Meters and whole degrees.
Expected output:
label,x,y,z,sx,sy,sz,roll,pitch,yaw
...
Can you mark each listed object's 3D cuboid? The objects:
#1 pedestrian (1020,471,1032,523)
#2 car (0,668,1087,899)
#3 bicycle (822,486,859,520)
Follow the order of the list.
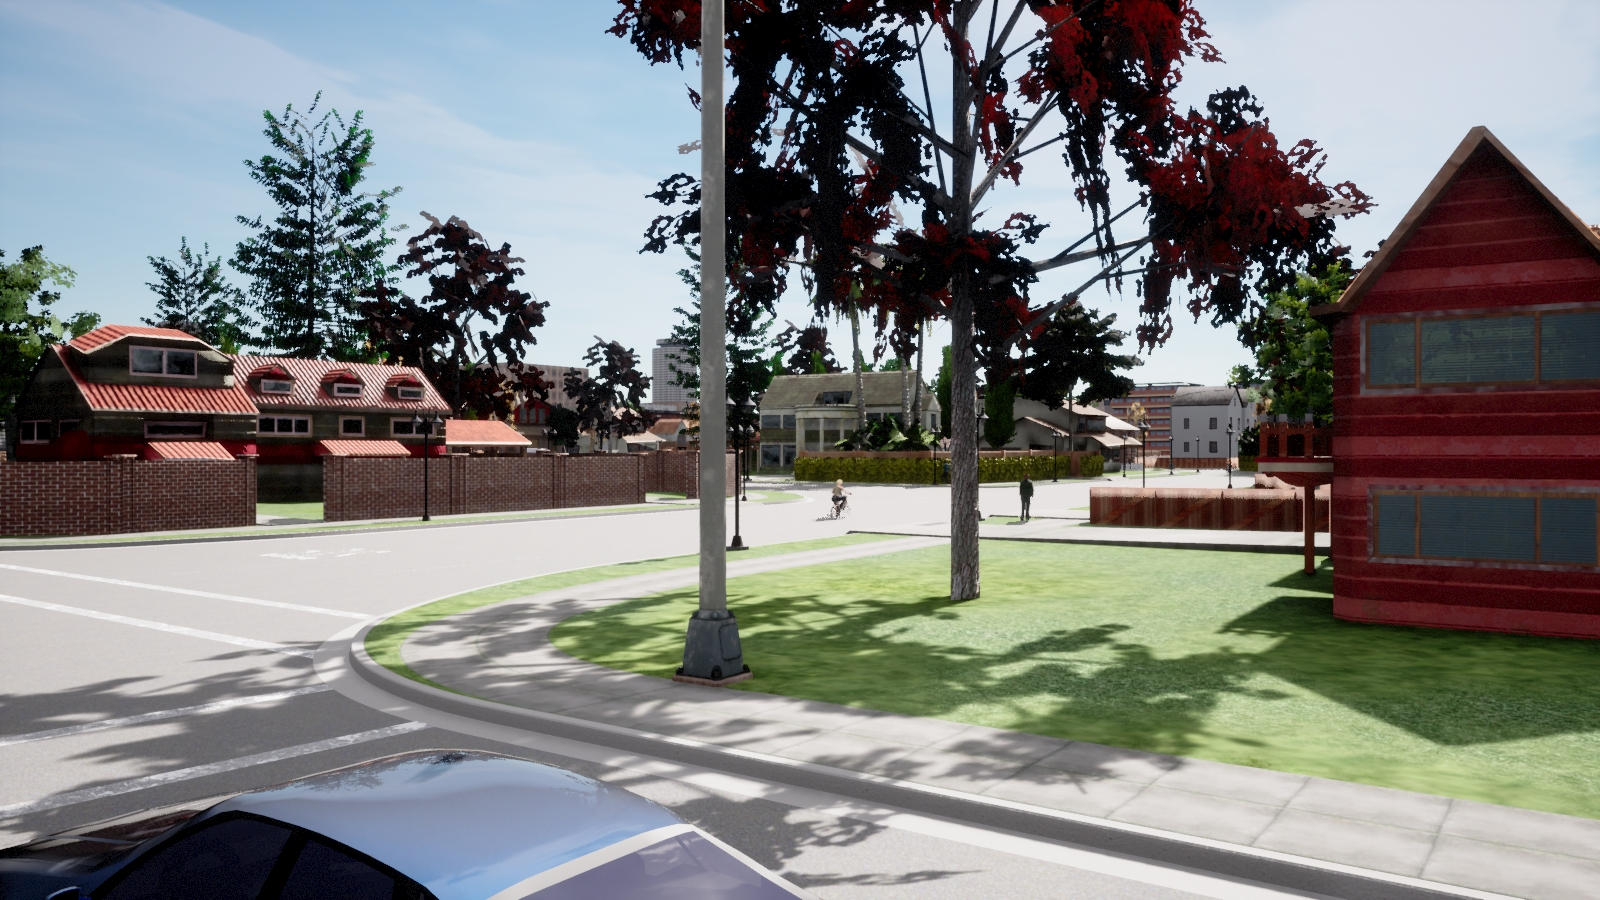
label,x,y,z,sx,sy,sz,roll,pitch,yaw
pedestrian,8.183,1.704,41.312,0.375,1.860,0.375,0,0,22
car,-1.713,2.106,4.943,5.357,1.411,2.033,0,0,36
bicycle,1.646,2.145,46.493,0.859,1.301,1.487,0,0,34
